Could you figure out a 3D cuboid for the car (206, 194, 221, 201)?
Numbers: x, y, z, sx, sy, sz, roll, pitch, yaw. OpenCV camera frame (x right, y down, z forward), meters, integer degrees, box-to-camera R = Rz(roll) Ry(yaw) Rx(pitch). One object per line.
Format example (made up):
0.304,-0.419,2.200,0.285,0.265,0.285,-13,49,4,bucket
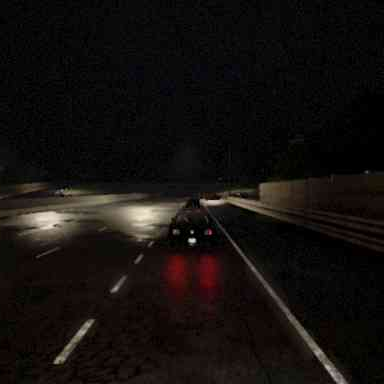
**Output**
4.557,1.136,70.325,1.882,1.535,5.008,0,-1,24,car

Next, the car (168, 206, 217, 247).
0.018,1.534,14.760,1.895,1.301,4.718,0,0,0,car

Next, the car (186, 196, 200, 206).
0.146,1.339,45.457,1.812,1.442,4.674,0,0,1,car
